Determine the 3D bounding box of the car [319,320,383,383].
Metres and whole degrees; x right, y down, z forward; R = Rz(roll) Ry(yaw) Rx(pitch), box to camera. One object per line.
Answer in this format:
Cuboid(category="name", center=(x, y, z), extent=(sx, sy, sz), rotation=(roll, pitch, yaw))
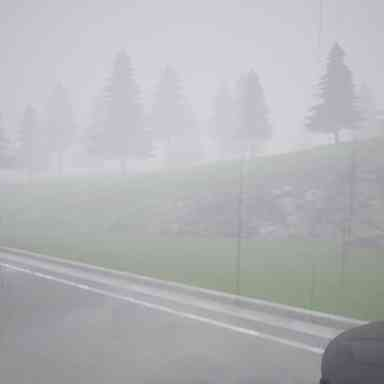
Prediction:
Cuboid(category="car", center=(3.271, 1.479, 1.677), extent=(5.008, 1.535, 1.882), rotation=(0, 0, 35))
